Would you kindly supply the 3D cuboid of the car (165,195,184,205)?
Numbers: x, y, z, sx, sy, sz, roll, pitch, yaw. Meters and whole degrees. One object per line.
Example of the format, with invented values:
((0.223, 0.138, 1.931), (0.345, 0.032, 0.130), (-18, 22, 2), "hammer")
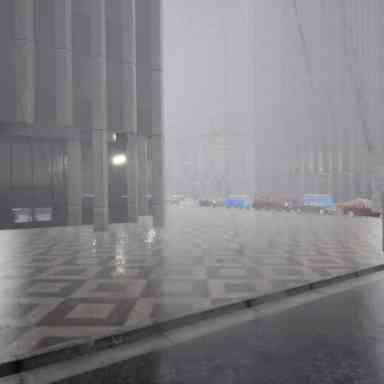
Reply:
((-3.777, 1.438, 55.855), (2.008, 1.369, 4.403), (-1, 1, -36), "car")

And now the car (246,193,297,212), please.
((9.078, 1.289, 37.876), (2.192, 1.841, 5.009), (-1, 1, -36), "car")

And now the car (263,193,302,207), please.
((12.811, 1.129, 47.321), (2.192, 1.841, 5.009), (-1, 1, -36), "car")

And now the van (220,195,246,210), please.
((5.864, 1.293, 42.371), (1.690, 1.788, 3.998), (-1, 1, -36), "van")

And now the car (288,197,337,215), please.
((12.294, 1.548, 33.384), (2.008, 1.369, 4.403), (-1, 1, -36), "car")

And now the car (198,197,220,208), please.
((2.651, 1.370, 46.865), (1.967, 1.590, 4.097), (-1, 1, -36), "car")

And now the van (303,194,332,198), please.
((16.024, 1.177, 42.826), (1.690, 1.788, 3.998), (-1, 1, -36), "van")

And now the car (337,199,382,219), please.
((15.508, 1.566, 28.890), (1.887, 1.381, 4.507), (-1, 1, -36), "car")

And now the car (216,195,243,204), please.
((6.290, 1.295, 56.451), (1.752, 1.417, 4.829), (-1, 1, -36), "car")
